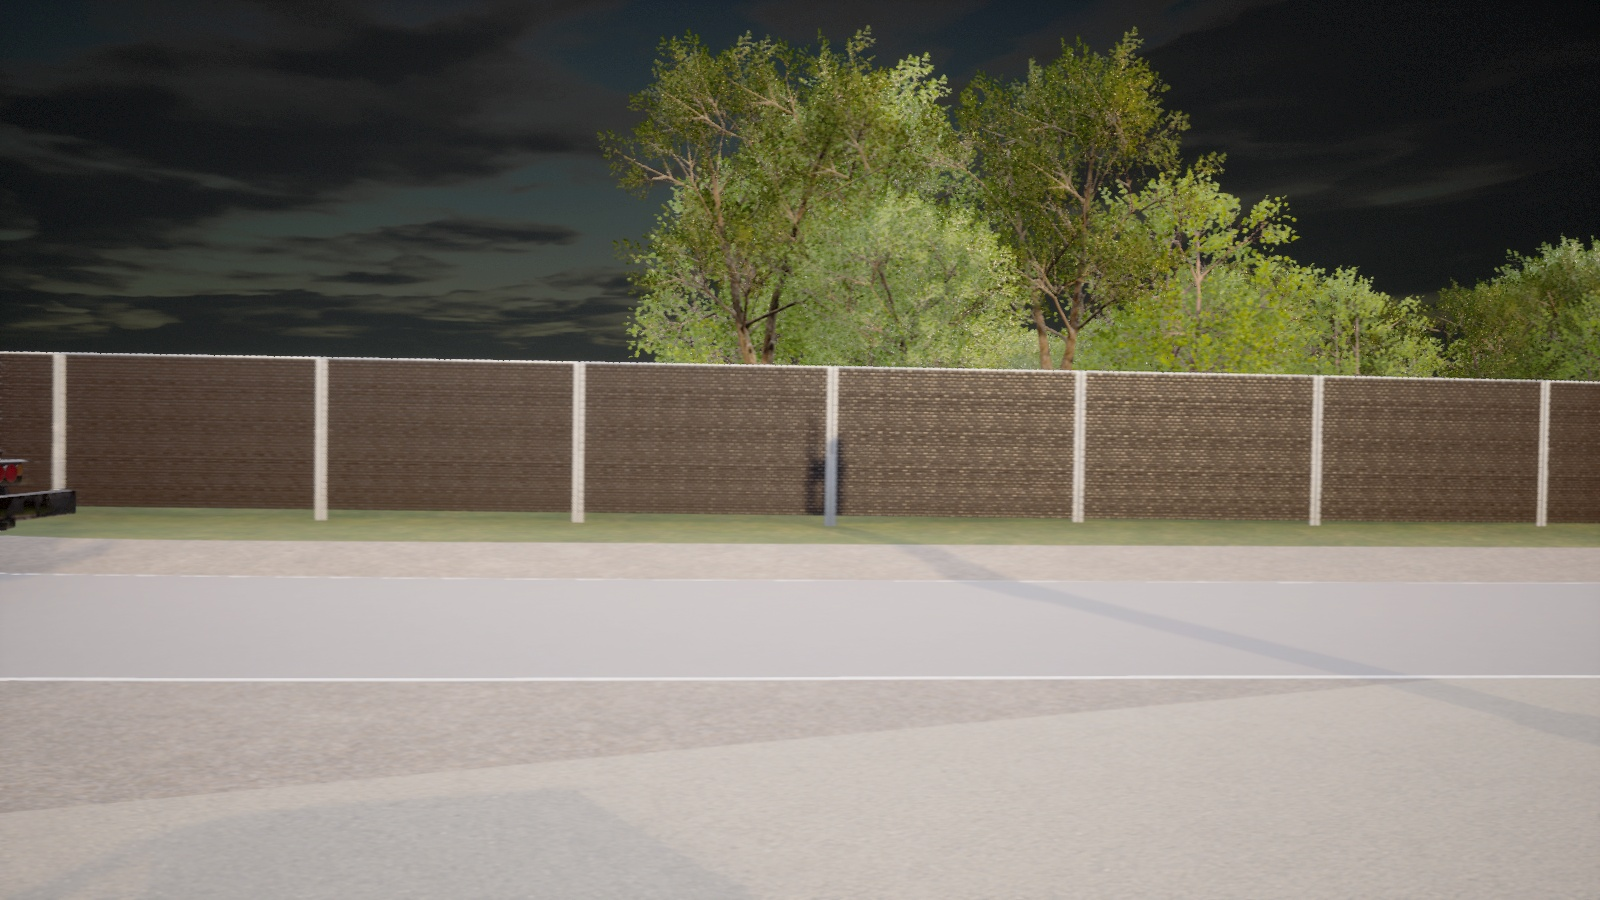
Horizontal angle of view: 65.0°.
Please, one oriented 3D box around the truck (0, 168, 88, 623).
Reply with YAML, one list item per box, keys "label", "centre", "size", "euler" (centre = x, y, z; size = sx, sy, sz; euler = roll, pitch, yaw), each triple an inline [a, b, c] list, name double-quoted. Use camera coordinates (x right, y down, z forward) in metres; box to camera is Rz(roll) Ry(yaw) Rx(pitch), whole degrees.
- label: "truck"
  centre: [-10.059, -0.405, 9.262]
  size: [7.936, 3.462, 2.891]
  euler: [0, 1, 1]
